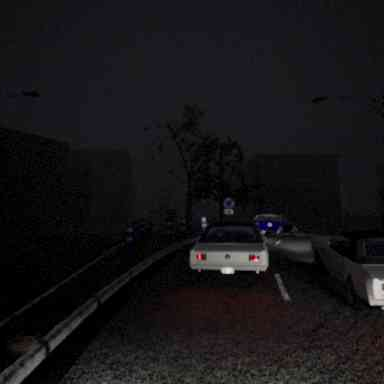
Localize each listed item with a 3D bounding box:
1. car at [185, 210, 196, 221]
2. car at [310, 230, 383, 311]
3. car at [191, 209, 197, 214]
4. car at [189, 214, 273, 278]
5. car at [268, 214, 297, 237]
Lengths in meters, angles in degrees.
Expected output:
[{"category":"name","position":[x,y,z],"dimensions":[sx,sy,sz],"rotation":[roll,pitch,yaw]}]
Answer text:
[{"category":"car","position":[-0.642,5.637,75.488],"dimensions":[2.128,1.511,4.902],"rotation":[0,0,0]},{"category":"car","position":[4.032,1.504,7.435],"dimensions":[1.895,1.301,4.718],"rotation":[-1,1,8]},{"category":"car","position":[0.393,5.639,94.820],"dimensions":[2.128,1.511,4.902],"rotation":[-1,0,5]},{"category":"car","position":[1.252,1.533,9.960],"dimensions":[1.895,1.301,4.718],"rotation":[-1,0,11]},{"category":"car","position":[4.896,2.029,20.138],"dimensions":[1.895,1.301,4.718],"rotation":[-4,-7,32]}]
